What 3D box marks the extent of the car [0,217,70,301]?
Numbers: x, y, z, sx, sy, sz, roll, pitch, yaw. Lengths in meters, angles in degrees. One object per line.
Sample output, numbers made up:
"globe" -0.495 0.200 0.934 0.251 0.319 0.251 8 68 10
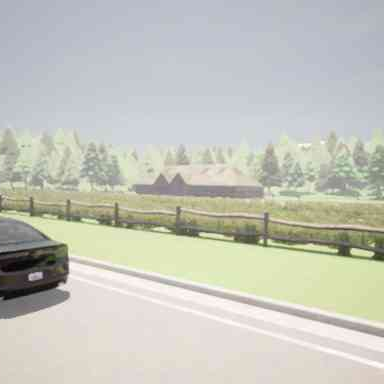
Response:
"car" -4.780 1.270 7.367 5.008 1.535 1.882 2 1 36
